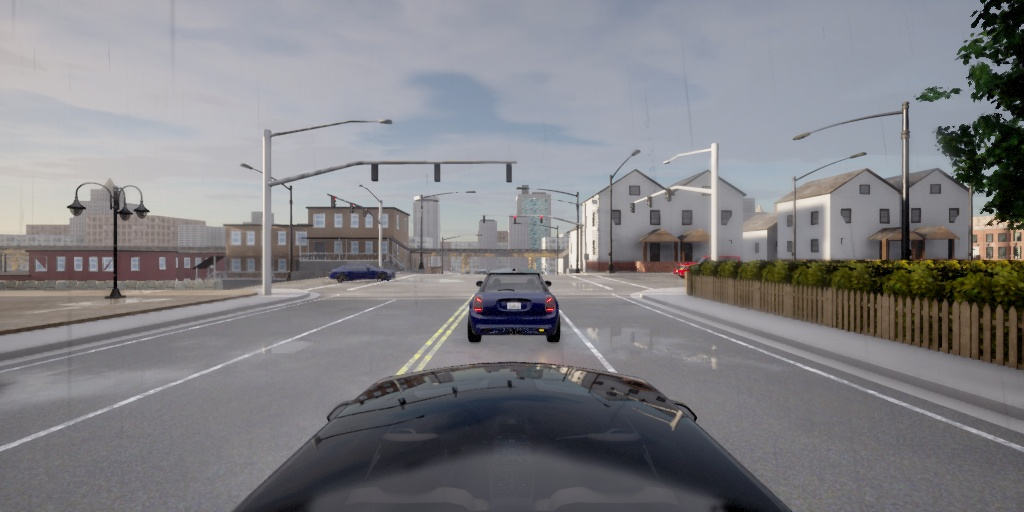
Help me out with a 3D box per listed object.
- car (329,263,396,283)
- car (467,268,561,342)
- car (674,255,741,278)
[{"bbox_3d":[-11.249,1.251,27.147,4.674,1.442,1.812,-1,0,-7],"label":"car"},{"bbox_3d":[0.051,1.102,9.905,2.097,1.767,4.553,0,0,0],"label":"car"},{"bbox_3d":[17.029,0.971,31.031,5.566,2.045,2.150,0,0,-1],"label":"car"}]
